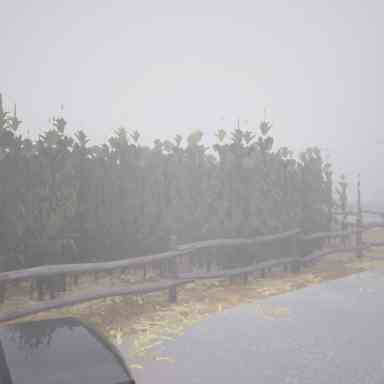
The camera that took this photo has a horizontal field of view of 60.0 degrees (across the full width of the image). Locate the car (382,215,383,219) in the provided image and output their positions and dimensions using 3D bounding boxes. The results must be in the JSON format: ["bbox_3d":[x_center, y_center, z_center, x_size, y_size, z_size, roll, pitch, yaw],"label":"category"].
[{"bbox_3d":[14.485,1.601,20.344,1.895,1.301,4.718,0,0,-30],"label":"car"}]

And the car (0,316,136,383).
[{"bbox_3d":[-2.819,1.547,1.487,5.357,1.411,2.033,0,0,-35],"label":"car"}]
